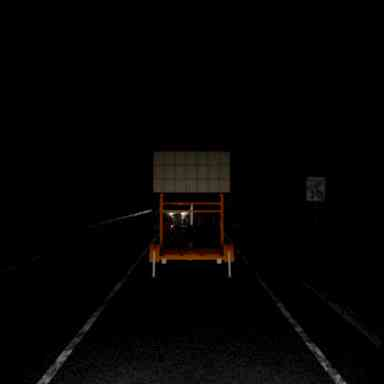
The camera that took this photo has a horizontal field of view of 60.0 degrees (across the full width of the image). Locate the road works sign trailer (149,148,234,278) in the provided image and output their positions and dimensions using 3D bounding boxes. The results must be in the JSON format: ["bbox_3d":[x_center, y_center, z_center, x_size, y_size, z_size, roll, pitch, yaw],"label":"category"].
[{"bbox_3d":[-0.009,0.460,10.122,2.380,3.560,2.880,0,0,0],"label":"road works sign trailer"}]

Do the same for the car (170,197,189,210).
[{"bbox_3d":[-1.517,1.478,42.118,1.837,1.490,4.892,-1,0,9],"label":"car"}]
